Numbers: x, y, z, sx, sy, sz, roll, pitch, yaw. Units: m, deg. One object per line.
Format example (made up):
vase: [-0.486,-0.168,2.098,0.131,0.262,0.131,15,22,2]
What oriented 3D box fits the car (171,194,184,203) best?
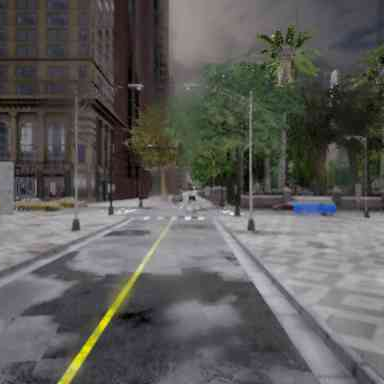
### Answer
car: [-2.999,1.255,67.112,2.097,1.767,4.553,0,0,0]

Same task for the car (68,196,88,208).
car: [-15.350,1.225,40.883,4.829,1.417,1.752,1,-1,0]

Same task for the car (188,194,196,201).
car: [0.007,1.412,82.254,1.837,1.490,4.892,0,0,0]

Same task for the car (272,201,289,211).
car: [11.905,1.731,40.777,4.206,1.307,1.802,1,-1,0]

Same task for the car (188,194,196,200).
car: [0.008,1.371,92.289,1.994,1.385,4.181,0,0,0]

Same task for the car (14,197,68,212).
car: [-15.034,1.207,32.357,4.829,1.417,1.752,1,-1,0]

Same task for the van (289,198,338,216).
van: [11.887,1.468,32.256,3.998,1.788,1.690,1,-1,0]

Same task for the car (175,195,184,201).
car: [-2.993,1.424,82.563,2.128,1.511,4.902,0,0,0]
